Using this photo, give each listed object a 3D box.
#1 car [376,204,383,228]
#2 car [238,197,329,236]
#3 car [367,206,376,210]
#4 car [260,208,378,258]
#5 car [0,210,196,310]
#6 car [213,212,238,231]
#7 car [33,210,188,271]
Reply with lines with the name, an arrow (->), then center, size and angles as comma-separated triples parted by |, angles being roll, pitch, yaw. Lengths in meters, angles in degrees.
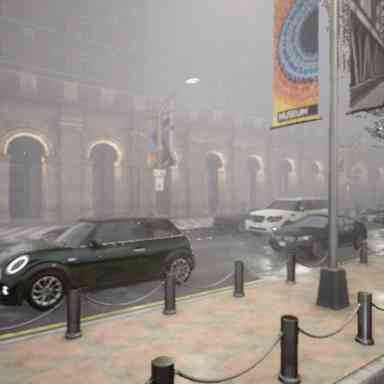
car -> 12.932, 1.301, 18.620 | 5.566, 2.045, 2.150 | 0, 0, -35
car -> 5.353, 1.275, 17.513 | 5.566, 2.045, 2.150 | 0, 0, -35
car -> 13.850, 1.585, 23.574 | 4.902, 1.511, 2.128 | 0, 0, -35
car -> 5.088, 1.569, 13.054 | 4.674, 1.442, 1.812 | 0, 0, -35
car -> -2.182, 1.362, 7.937 | 4.553, 1.767, 2.097 | 0, 0, -35
car -> 3.562, 1.649, 20.227 | 4.718, 1.301, 1.895 | 0, 0, -36
car -> -2.767, 1.508, 11.805 | 4.902, 1.511, 2.128 | 0, 0, -35
